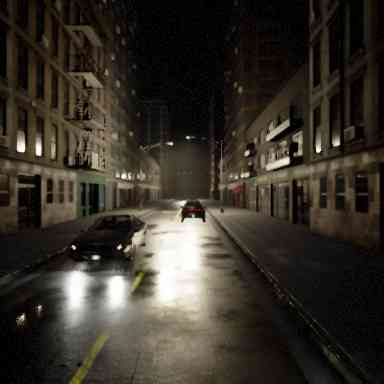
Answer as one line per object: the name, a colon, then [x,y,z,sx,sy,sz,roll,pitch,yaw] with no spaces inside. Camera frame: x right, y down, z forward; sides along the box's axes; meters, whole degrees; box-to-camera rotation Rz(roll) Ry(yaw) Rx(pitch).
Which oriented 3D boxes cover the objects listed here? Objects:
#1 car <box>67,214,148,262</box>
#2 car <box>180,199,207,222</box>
car: [-2.821,1.550,12.442,2.033,1.411,5.357,0,0,0]
car: [0.100,1.511,26.556,1.837,1.490,4.892,0,-1,0]
